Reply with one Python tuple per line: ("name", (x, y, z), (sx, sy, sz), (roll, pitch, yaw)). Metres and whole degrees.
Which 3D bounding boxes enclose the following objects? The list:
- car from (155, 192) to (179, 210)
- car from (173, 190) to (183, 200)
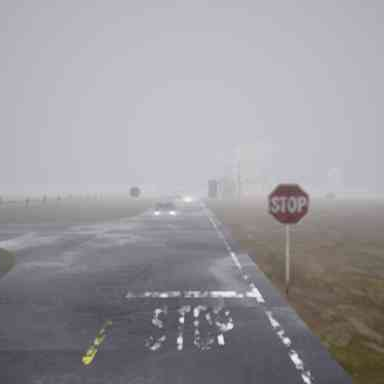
("car", (-2.751, 1.073, 35.212), (1.882, 1.535, 5.008), (0, 1, 0))
("car", (-2.751, 0.499, 61.129), (2.097, 1.767, 4.553), (0, 1, 0))
